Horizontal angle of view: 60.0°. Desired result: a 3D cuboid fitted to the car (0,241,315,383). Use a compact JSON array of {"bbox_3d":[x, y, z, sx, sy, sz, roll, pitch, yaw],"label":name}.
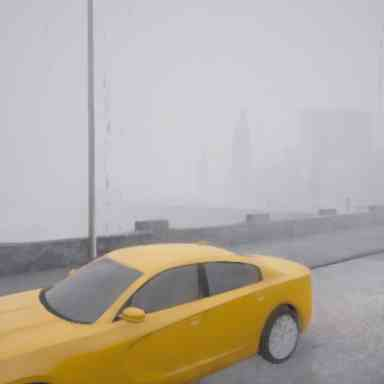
[{"bbox_3d":[-0.532,1.461,4.220,5.008,1.535,1.882,0,0,-35],"label":"car"}]
